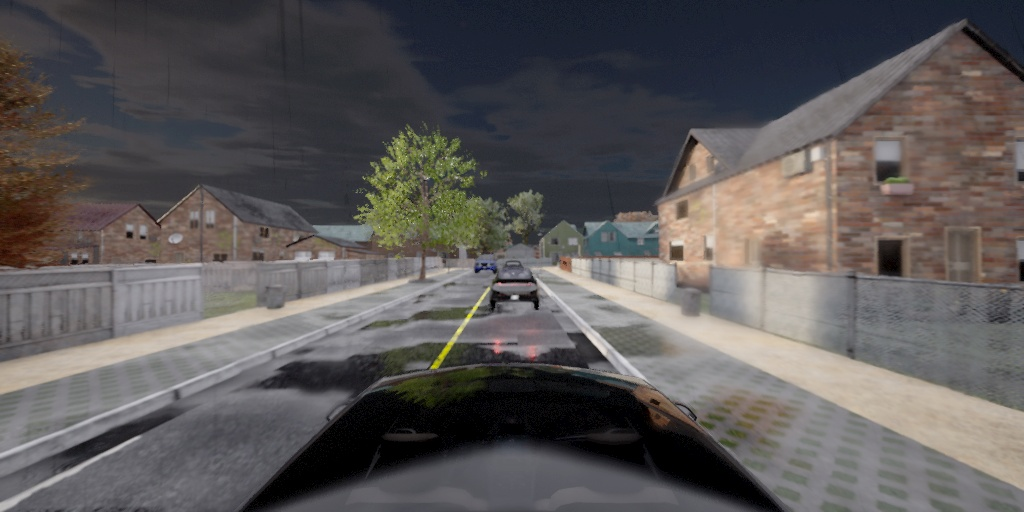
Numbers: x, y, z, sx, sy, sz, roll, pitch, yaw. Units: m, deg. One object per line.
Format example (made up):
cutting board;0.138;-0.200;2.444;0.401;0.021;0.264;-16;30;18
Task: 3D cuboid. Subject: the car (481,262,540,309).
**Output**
car;0.097;1.190;14.648;2.128;1.511;4.902;0;0;0

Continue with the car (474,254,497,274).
car;-2.752;0.837;38.434;2.150;2.045;5.566;0;0;0
